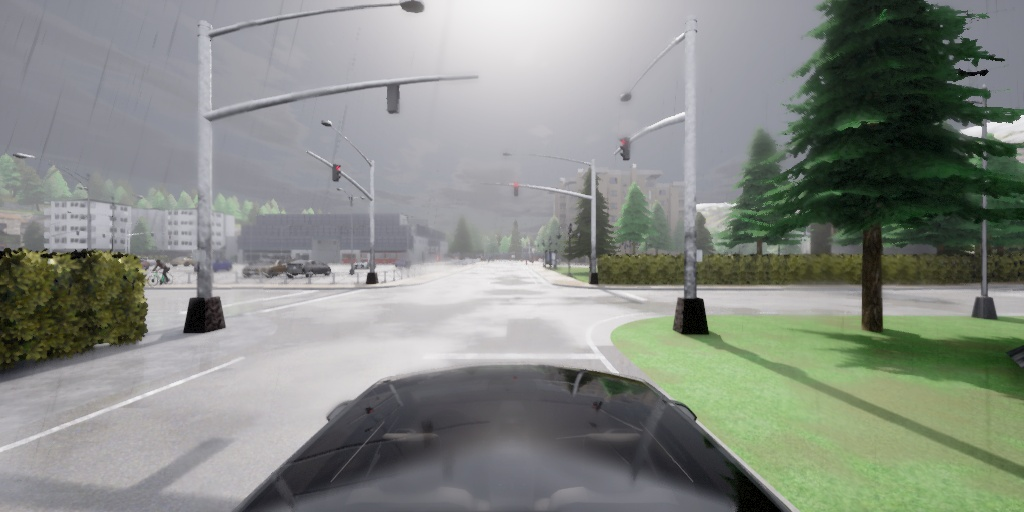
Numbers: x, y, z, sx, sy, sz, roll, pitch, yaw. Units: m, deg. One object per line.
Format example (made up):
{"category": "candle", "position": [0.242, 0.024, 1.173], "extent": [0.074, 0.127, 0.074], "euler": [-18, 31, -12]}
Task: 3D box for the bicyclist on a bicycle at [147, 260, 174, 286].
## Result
{"category": "bicyclist on a bicycle", "position": [-21.761, 1.044, 22.213], "extent": [0.582, 1.620, 1.656], "euler": [0, 0, 1]}
